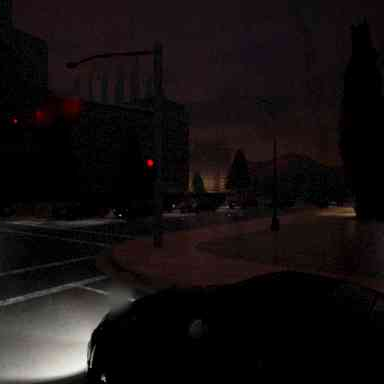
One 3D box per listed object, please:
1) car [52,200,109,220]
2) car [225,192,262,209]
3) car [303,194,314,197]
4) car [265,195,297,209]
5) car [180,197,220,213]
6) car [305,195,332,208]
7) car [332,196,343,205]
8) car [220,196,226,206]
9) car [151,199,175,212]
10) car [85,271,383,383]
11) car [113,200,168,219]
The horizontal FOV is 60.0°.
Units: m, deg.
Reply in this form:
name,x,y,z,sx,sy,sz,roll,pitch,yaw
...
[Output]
name,x,y,z,sx,sy,sz,roll,pitch,yaw
car,-9.403,1.478,28.435,1.882,1.535,5.008,0,0,36
car,7.016,1.221,45.069,2.150,2.045,5.566,0,0,36
car,21.366,1.505,58.559,1.837,1.490,4.892,0,0,36
car,12.546,1.547,46.405,2.033,1.411,5.357,0,0,36
car,0.717,1.352,36.409,2.097,1.767,4.553,0,0,36
car,18.610,1.564,48.816,1.994,1.385,4.181,0,0,37
car,24.487,1.492,56.901,2.128,1.511,4.902,0,0,36
car,1.854,1.547,43.926,2.033,1.411,5.357,0,0,36
car,-3.884,1.505,36.023,1.837,1.490,4.892,0,0,36
car,0.837,1.564,3.403,4.181,1.385,1.994,0,0,35
car,-4.600,1.601,29.079,1.895,1.301,4.718,0,0,36
